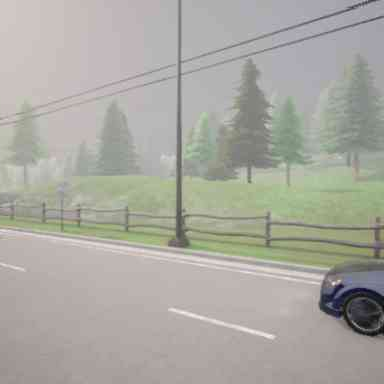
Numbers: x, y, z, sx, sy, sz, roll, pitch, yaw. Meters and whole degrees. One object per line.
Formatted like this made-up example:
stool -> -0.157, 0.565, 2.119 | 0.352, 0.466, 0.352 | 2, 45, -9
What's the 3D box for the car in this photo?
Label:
car -> 4.271, 1.567, 5.237 | 4.181, 1.385, 1.994 | 0, 0, 36
